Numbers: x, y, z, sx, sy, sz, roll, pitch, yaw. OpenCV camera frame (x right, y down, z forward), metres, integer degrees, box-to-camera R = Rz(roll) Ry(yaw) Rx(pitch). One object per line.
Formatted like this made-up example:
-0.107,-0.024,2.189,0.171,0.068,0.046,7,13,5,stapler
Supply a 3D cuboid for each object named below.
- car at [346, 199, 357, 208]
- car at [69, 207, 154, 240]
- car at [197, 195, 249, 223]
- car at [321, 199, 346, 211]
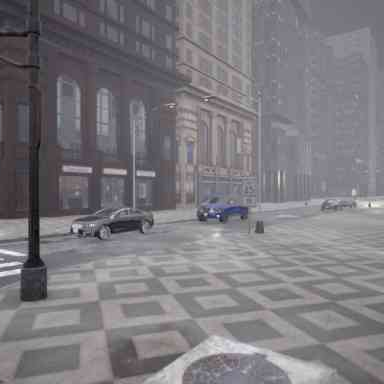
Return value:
23.760,1.703,50.747,2.033,1.411,5.357,0,0,36,car
-4.024,1.533,17.434,2.128,1.511,4.902,0,0,34,car
2.613,1.295,26.693,2.150,2.045,5.566,0,0,35,car
17.858,1.656,42.502,1.812,1.442,4.674,0,0,36,car
